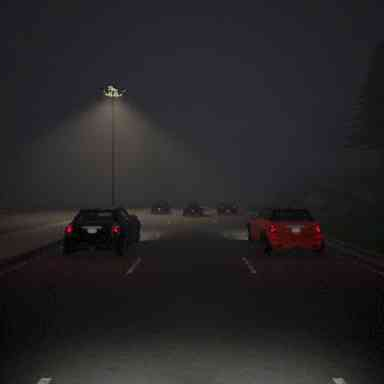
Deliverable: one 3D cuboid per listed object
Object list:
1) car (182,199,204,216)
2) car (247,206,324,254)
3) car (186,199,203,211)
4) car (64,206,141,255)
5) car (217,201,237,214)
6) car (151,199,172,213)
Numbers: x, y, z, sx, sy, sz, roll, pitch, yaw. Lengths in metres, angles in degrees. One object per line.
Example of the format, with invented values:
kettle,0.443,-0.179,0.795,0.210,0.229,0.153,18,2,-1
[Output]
car,0.106,1.526,32.803,1.812,1.442,4.674,0,0,0
car,3.599,1.352,13.601,2.097,1.767,4.553,0,0,0
car,0.422,1.601,42.526,1.895,1.301,4.718,0,0,4
car,-3.400,1.352,13.434,2.097,1.767,4.553,0,0,0
car,3.634,1.601,35.376,1.895,1.301,4.718,0,0,1
car,-3.343,1.504,36.633,1.837,1.490,4.892,0,0,1
